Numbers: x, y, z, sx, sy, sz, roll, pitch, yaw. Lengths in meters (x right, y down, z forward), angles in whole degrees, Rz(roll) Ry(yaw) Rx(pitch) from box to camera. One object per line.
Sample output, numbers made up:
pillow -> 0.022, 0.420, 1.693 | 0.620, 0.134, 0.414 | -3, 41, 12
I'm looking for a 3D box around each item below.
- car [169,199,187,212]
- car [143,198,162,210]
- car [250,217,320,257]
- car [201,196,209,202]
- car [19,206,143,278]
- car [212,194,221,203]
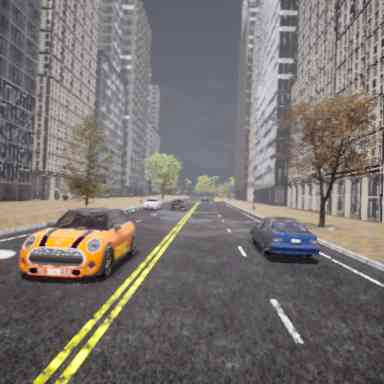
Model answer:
car -> -1.683, 1.603, 41.572 | 1.837, 1.490, 4.892 | 2, -1, 2
car -> -4.930, 1.480, 41.661 | 1.812, 1.442, 4.674 | 2, 0, 2
car -> 3.686, 1.748, 13.988 | 2.033, 1.411, 5.357 | 2, 0, 2
car -> 3.499, 2.005, 88.643 | 1.994, 1.385, 4.181 | 2, 0, 2
car -> -3.070, 1.263, 9.929 | 2.097, 1.767, 4.553 | 2, 0, 2
car -> 6.741, 2.074, 88.368 | 1.882, 1.535, 5.008 | 2, 0, 2
